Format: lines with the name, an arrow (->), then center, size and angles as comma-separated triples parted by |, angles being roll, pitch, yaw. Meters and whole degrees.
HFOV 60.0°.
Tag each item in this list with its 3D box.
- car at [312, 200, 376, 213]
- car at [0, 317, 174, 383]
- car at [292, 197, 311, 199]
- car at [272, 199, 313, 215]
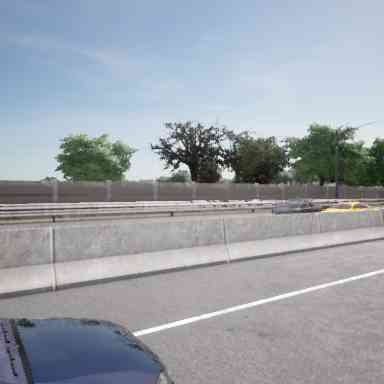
car -> 11.130, 1.481, 23.778 | 5.008, 1.535, 1.882 | 0, 0, -33
car -> -2.119, 1.564, 2.198 | 4.181, 1.385, 1.994 | 0, 0, -34
car -> 9.872, 1.359, 31.308 | 4.553, 1.767, 2.097 | 0, 0, -34
car -> 8.366, 1.508, 26.153 | 4.892, 1.490, 1.837 | 0, 0, -33
